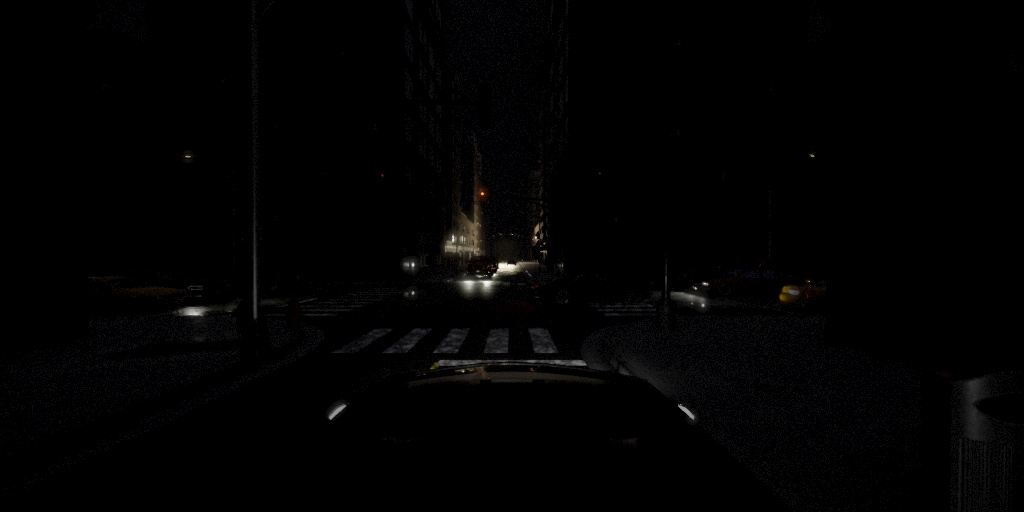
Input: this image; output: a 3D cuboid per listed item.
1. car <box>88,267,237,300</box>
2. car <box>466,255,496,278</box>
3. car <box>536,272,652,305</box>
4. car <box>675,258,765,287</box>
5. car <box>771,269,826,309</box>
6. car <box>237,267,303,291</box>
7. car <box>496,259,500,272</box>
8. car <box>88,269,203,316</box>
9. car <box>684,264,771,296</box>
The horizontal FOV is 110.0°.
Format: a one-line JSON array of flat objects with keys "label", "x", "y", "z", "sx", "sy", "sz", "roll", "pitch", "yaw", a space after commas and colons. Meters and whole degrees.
[{"label": "car", "x": -15.188, "y": 1.245, "z": 15.442, "sx": 5.008, "sy": 1.535, "sz": 1.882, "roll": 0, "pitch": 0, "yaw": 0}, {"label": "car", "x": -2.911, "y": 0.963, "z": 33.524, "sx": 2.150, "sy": 2.045, "sz": 5.566, "roll": 0, "pitch": 0, "yaw": 0}, {"label": "car", "x": 3.427, "y": 1.352, "z": 15.463, "sx": 4.718, "sy": 1.301, "sz": 1.895, "roll": 0, "pitch": 0, "yaw": 0}, {"label": "car", "x": 12.314, "y": 1.032, "z": 20.958, "sx": 5.009, "sy": 1.841, "sz": 2.192, "roll": 0, "pitch": 0, "yaw": 0}, {"label": "car", "x": 12.480, "y": 1.280, "z": 12.933, "sx": 4.829, "sy": 1.417, "sz": 1.751, "roll": 0, "pitch": 0, "yaw": 0}, {"label": "car", "x": -14.569, "y": 1.307, "z": 20.942, "sx": 4.313, "sy": 1.339, "sz": 1.948, "roll": 0, "pitch": 0, "yaw": 0}, {"label": "car", "x": -2.929, "y": 0.956, "z": 43.913, "sx": 2.150, "sy": 2.045, "sz": 5.566, "roll": 0, "pitch": 0, "yaw": 0}, {"label": "car", "x": -14.403, "y": 1.304, "z": 12.917, "sx": 4.829, "sy": 1.417, "sz": 1.751, "roll": 0, "pitch": 0, "yaw": 0}, {"label": "car", "x": 12.134, "y": 1.277, "z": 18.382, "sx": 5.357, "sy": 1.411, "sz": 2.033, "roll": 0, "pitch": 0, "yaw": 3}]
